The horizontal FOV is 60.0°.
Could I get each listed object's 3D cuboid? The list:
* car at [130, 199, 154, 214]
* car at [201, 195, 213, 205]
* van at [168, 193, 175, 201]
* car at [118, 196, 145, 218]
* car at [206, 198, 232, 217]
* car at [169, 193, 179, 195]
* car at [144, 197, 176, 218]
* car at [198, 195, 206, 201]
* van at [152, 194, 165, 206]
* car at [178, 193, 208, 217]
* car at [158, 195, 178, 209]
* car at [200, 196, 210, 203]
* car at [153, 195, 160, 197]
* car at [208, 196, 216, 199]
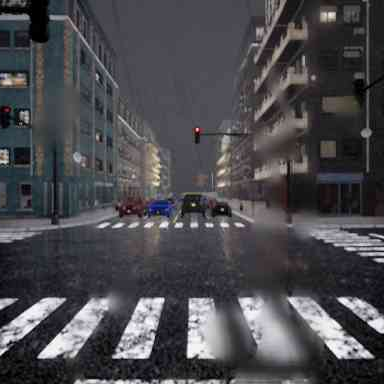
[{"bbox_3d":[-5.279,1.525,35.902,1.887,1.381,4.507,0,0,0],"label":"car"},{"bbox_3d":[2.624,1.400,58.103,1.967,1.590,4.097,0,0,0],"label":"car"},{"bbox_3d":[-5.228,1.269,85.870,1.690,1.788,3.998,0,0,0],"label":"van"},{"bbox_3d":[-5.284,1.299,30.350,2.192,1.841,5.009,0,0,0],"label":"car"},{"bbox_3d":[2.596,1.550,30.343,1.947,1.339,4.313,0,0,0],"label":"car"},{"bbox_3d":[-2.710,1.181,62.343,2.150,2.045,5.566,0,0,0],"label":"car"},{"bbox_3d":[-2.822,1.462,30.290,1.882,1.535,5.008,0,0,0],"label":"car"},{"bbox_3d":[2.652,1.472,85.863,1.887,1.381,4.507,0,0,0],"label":"car"},{"bbox_3d":[-5.261,1.306,52.558,1.690,1.788,3.998,0,0,0],"label":"van"},{"bbox_3d":[0.128,1.205,31.380,2.150,2.045,5.566,0,0,0],"label":"car"},{"bbox_3d":[-2.806,1.481,41.151,1.837,1.490,4.892,0,0,0],"label":"car"},{"bbox_3d":[2.635,1.499,69.207,2.008,1.369,4.403,0,0,0],"label":"car"},{"bbox_3d":[-5.267,1.515,47.006,1.887,1.381,4.507,0,0,0],"label":"car"},{"bbox_3d":[2.608,1.557,41.447,1.802,1.307,4.206,0,0,0],"label":"car"}]
